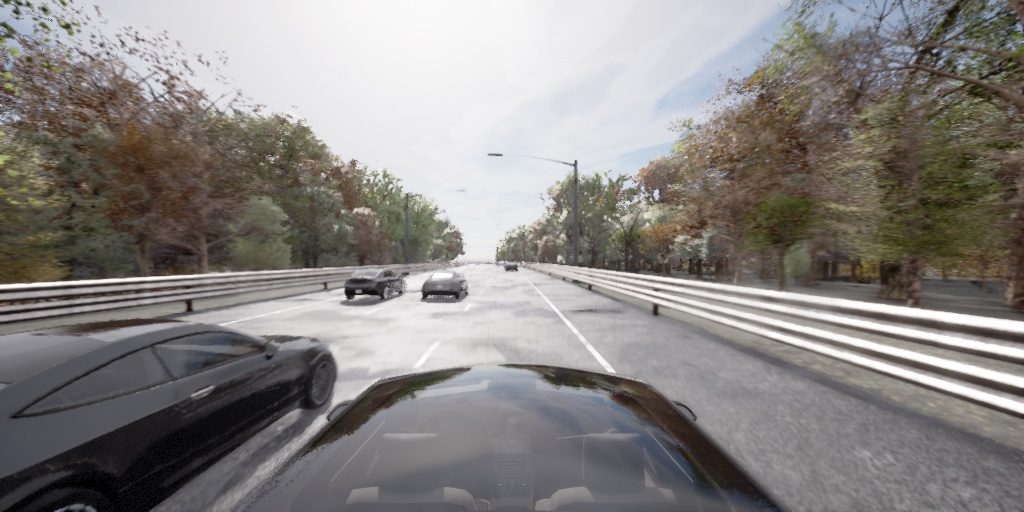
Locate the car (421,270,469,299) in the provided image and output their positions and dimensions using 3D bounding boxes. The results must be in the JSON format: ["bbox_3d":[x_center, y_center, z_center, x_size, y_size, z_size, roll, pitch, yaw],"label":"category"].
[{"bbox_3d":[-3.503,1.456,19.296,1.994,1.385,4.181,0,0,-1],"label":"car"}]

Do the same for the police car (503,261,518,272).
[{"bbox_3d":[-0.002,1.705,59.129,1.930,1.638,5.238,0,-1,-2],"label":"police car"}]

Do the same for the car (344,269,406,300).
[{"bbox_3d":[-6.997,1.396,18.750,1.837,1.490,4.892,0,0,-1],"label":"car"}]

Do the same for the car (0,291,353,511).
[{"bbox_3d":[-3.406,1.291,3.223,1.812,1.442,4.674,0,0,0],"label":"car"}]
